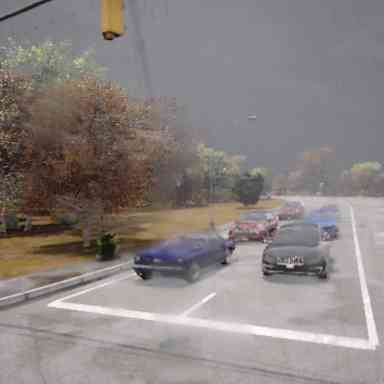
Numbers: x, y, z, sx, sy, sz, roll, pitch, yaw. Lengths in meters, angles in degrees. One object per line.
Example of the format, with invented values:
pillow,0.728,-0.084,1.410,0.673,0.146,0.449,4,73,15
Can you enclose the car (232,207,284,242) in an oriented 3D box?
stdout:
car,3.771,1.939,19.744,2.097,1.767,4.553,-3,-2,25

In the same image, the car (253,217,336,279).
car,3.762,1.865,11.506,1.837,1.490,4.892,-3,-2,25

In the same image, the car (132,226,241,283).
car,-0.045,2.109,11.646,1.895,1.301,4.718,-3,-2,26

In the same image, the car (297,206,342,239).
car,7.960,1.893,20.421,1.882,1.535,5.008,-3,-1,26

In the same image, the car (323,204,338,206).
car,12.434,1.842,29.921,2.033,1.411,5.357,-3,0,25

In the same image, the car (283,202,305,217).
car,9.915,1.784,32.782,2.097,1.767,4.553,-3,0,25
